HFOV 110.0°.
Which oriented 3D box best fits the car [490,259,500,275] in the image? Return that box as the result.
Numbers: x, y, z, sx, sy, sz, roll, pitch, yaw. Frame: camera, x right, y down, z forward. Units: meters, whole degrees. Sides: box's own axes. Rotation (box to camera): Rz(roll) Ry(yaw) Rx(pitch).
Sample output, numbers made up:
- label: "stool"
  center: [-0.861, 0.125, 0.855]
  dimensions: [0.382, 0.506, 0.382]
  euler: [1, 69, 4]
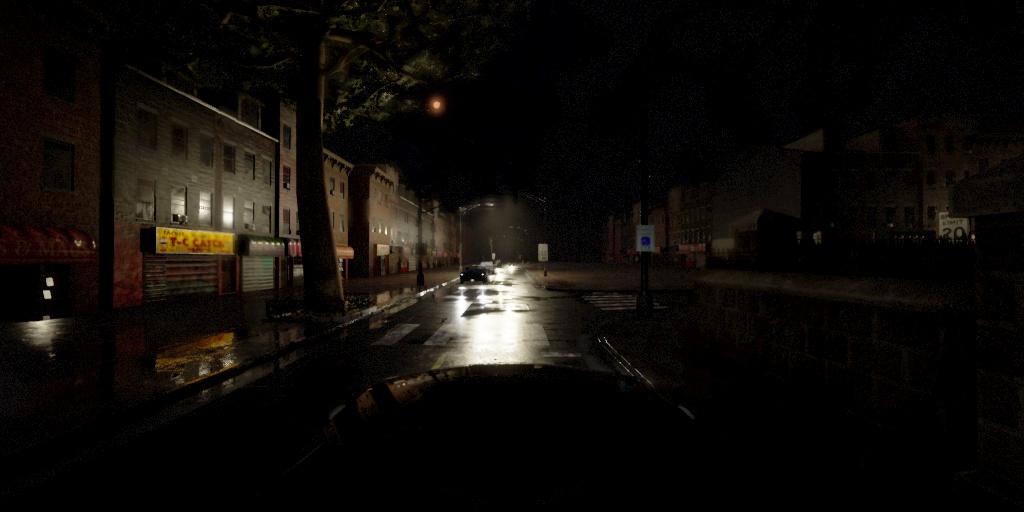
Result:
- label: "car"
  center: [-2.781, 1.320, 39.516]
  dimensions: [2.033, 1.411, 5.357]
  euler: [0, 0, 0]

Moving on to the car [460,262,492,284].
- label: "car"
  center: [-2.773, 1.361, 26.882]
  dimensions: [1.895, 1.301, 4.718]
  euler: [0, 0, -1]

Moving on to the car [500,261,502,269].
- label: "car"
  center: [-2.668, 1.328, 60.064]
  dimensions: [2.128, 1.511, 4.902]
  euler: [0, 0, 1]
